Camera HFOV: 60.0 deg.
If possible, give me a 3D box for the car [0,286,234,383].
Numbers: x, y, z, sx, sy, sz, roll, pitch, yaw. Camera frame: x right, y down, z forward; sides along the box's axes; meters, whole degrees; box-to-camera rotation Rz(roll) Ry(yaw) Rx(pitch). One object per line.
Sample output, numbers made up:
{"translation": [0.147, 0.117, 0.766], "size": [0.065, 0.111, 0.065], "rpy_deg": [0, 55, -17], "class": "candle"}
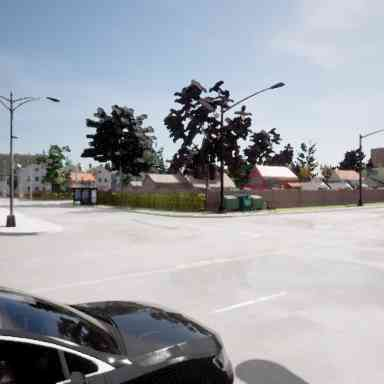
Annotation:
{"translation": [-1.850, 1.505, 2.421], "size": [4.892, 1.490, 1.837], "rpy_deg": [0, 0, -36], "class": "car"}
